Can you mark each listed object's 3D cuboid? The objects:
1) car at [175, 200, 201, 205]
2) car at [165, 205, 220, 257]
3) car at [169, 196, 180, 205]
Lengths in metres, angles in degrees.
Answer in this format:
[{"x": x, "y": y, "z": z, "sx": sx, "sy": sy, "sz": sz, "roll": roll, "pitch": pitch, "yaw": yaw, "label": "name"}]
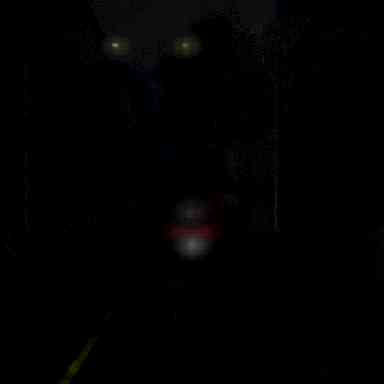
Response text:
[{"x": 0.022, "y": 1.538, "z": 25.865, "sx": 2.033, "sy": 1.411, "sz": 5.357, "roll": 0, "pitch": 0, "yaw": 0, "label": "car"}, {"x": 0.042, "y": 1.488, "z": 12.930, "sx": 2.128, "sy": 1.511, "sz": 4.902, "roll": 0, "pitch": 0, "yaw": 1, "label": "car"}, {"x": -3.038, "y": 1.459, "z": 59.197, "sx": 2.033, "sy": 1.411, "sz": 5.357, "roll": 0, "pitch": 0, "yaw": 1, "label": "car"}]
